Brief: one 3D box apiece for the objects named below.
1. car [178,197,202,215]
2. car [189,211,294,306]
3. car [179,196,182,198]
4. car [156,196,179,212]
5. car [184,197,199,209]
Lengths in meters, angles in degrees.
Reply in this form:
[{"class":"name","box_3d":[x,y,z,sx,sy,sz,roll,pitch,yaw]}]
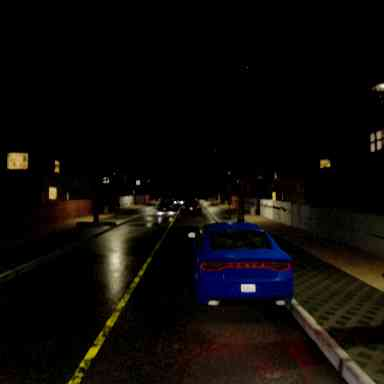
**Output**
[{"class":"car","box_3d":[-0.040,1.492,32.540,1.994,1.385,4.181,0,0,1]},{"class":"car","box_3d":[0.941,1.458,8.080,1.882,1.535,5.008,0,0,0]},{"class":"car","box_3d":[-2.967,1.467,75.234,1.895,1.301,4.718,0,0,0]},{"class":"car","box_3d":[-2.962,1.463,38.350,2.033,1.411,5.357,0,0,0]},{"class":"car","box_3d":[-0.070,1.406,44.658,1.837,1.490,4.892,0,0,0]}]
